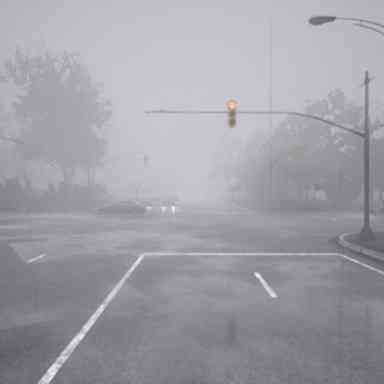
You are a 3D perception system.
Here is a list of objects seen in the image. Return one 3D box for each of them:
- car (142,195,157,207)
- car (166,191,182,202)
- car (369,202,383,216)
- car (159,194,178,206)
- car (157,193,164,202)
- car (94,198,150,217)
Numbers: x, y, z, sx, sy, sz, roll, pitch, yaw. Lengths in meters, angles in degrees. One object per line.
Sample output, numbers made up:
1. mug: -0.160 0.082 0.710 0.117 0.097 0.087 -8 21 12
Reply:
1. car: -7.025 1.473 50.663 1.994 1.385 4.181 0 0 0
2. car: -3.627 1.178 67.386 2.097 1.767 4.553 0 0 -1
3. car: 18.710 1.513 31.395 4.181 1.385 1.994 0 0 -3
4. car: -3.524 1.433 51.079 1.812 1.442 4.674 0 0 0
5. car: -7.098 1.313 65.950 1.882 1.535 5.008 0 0 -1
6. car: -6.411 1.477 30.015 4.674 1.442 1.812 0 0 -3
